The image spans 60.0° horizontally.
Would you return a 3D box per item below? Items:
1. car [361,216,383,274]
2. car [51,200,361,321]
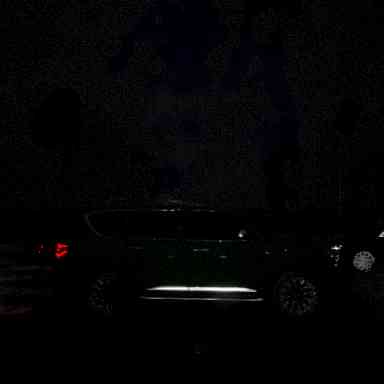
[{"bbox_3d":[6.031,1.421,9.632,4.892,1.490,1.837,-1,0,1],"label":"car"},{"bbox_3d":[0.078,1.203,6.804,5.566,2.045,2.150,0,0,1],"label":"car"}]
